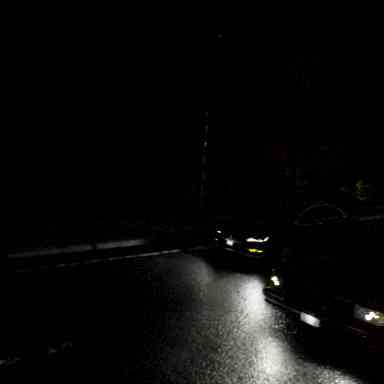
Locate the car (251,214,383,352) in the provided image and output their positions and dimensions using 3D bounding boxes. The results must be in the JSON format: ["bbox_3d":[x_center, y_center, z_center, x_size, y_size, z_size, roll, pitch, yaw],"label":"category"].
[{"bbox_3d":[3.692,1.297,5.968,5.357,1.411,2.033,0,5,-37],"label":"car"}]

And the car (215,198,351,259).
[{"bbox_3d":[2.843,0.965,9.404,4.892,1.490,1.837,0,5,-38],"label":"car"}]
